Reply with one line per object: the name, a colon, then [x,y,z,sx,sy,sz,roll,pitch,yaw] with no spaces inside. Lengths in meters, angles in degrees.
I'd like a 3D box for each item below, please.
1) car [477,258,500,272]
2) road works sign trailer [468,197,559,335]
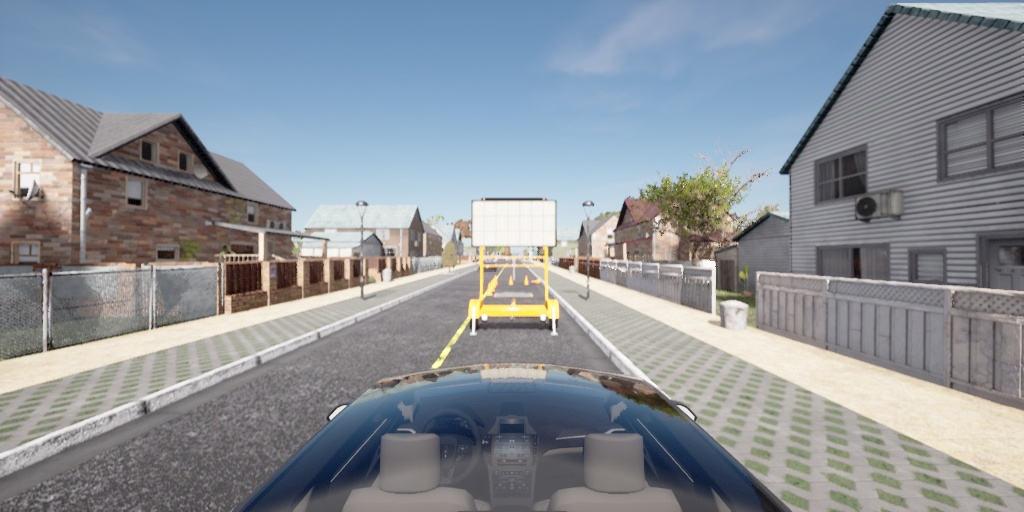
car: [-2.665,1.058,39.355,1.994,1.385,4.181,0,0,0]
road works sign trailer: [0.057,0.147,10.263,2.380,3.560,2.880,0,0,1]
